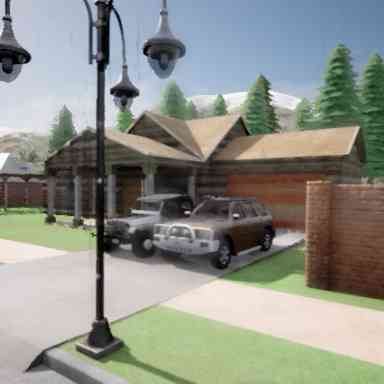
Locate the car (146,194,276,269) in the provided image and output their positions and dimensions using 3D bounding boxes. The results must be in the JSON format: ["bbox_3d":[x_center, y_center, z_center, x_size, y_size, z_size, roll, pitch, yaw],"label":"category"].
[{"bbox_3d":[0.952,1.059,10.327,1.932,1.855,4.605,1,1,35],"label":"car"}]

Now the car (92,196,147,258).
[{"bbox_3d":[-1.332,1.030,11.447,1.905,1.878,3.866,1,1,35],"label":"car"}]
